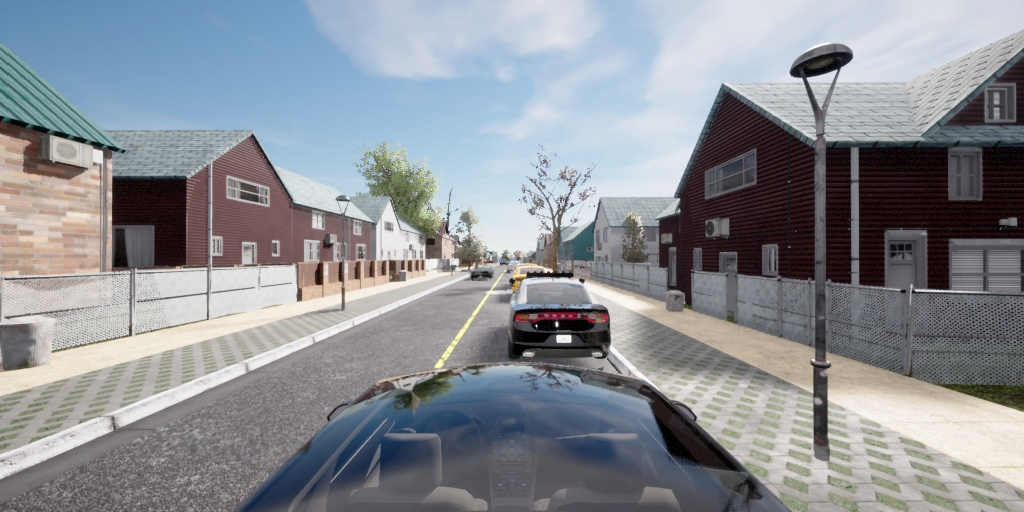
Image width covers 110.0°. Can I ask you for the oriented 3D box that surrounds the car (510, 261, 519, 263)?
[{"bbox_3d":[1.001,1.250,24.446,1.882,1.535,5.008,0,0,0],"label":"car"}]

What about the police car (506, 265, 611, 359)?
[{"bbox_3d":[0.883,1.176,8.555,1.930,1.638,5.238,0,0,0],"label":"police car"}]

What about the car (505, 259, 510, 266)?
[{"bbox_3d":[0.365,1.383,45.720,1.812,1.442,4.674,0,0,1],"label":"car"}]

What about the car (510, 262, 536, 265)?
[{"bbox_3d":[0.957,1.238,18.445,1.882,1.535,5.008,0,0,0],"label":"car"}]

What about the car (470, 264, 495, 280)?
[{"bbox_3d":[-2.525,1.392,31.200,1.895,1.301,4.718,0,0,0],"label":"car"}]
